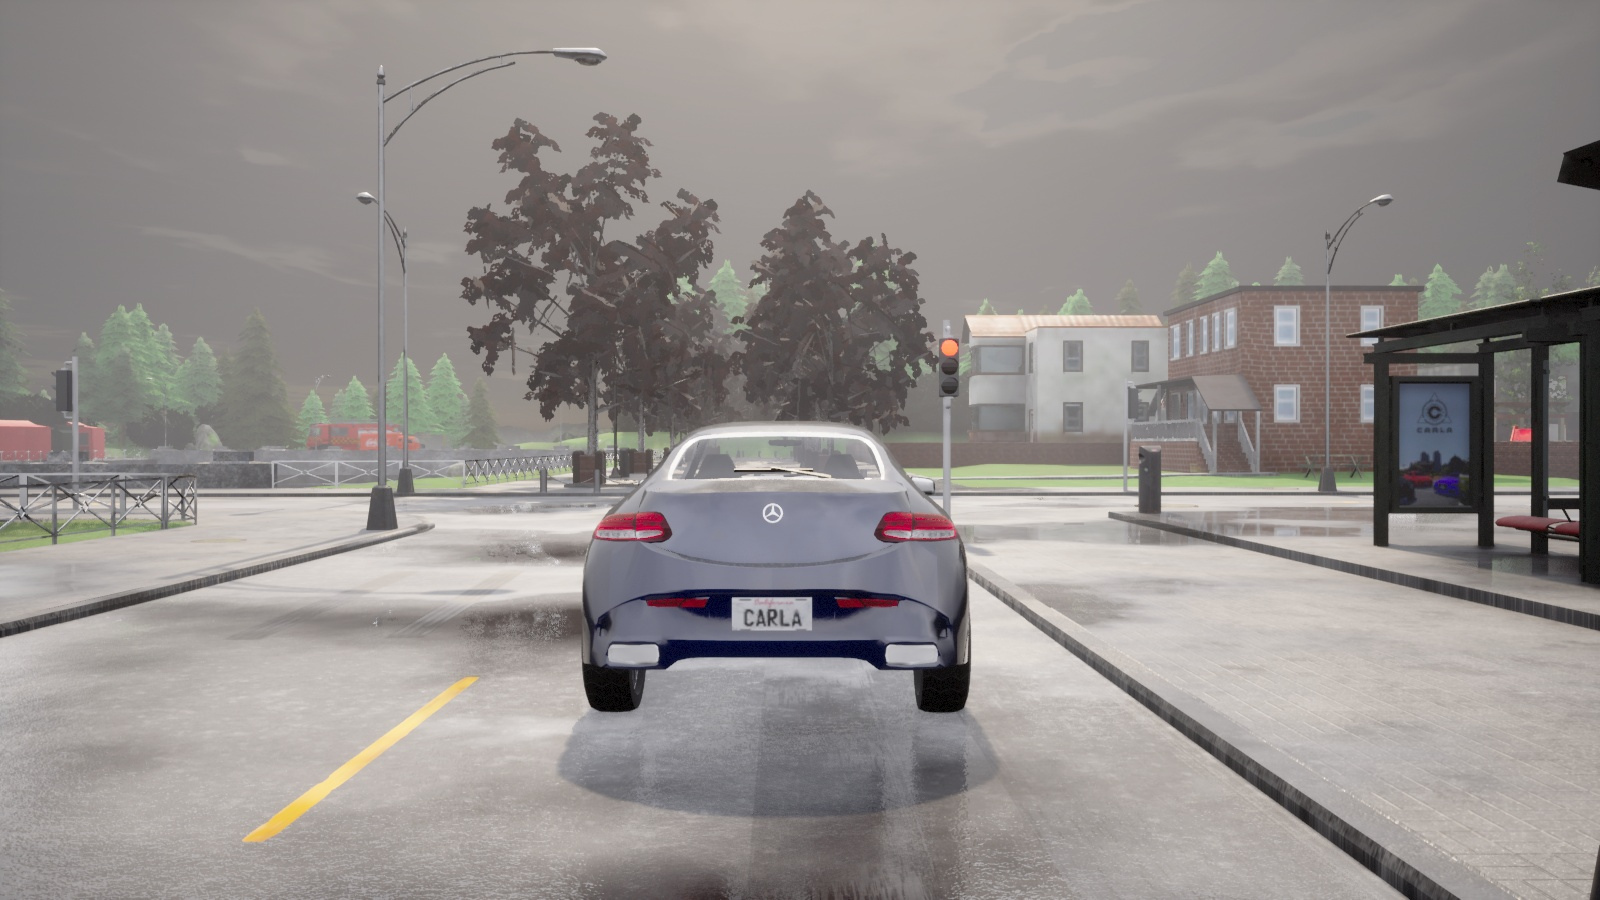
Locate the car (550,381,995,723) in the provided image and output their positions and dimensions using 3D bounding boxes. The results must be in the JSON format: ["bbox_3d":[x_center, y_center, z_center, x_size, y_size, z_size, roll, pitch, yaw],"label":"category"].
[{"bbox_3d":[-0.105,0.477,8.582,2.152,1.651,5.027,0,0,1],"label":"car"}]
